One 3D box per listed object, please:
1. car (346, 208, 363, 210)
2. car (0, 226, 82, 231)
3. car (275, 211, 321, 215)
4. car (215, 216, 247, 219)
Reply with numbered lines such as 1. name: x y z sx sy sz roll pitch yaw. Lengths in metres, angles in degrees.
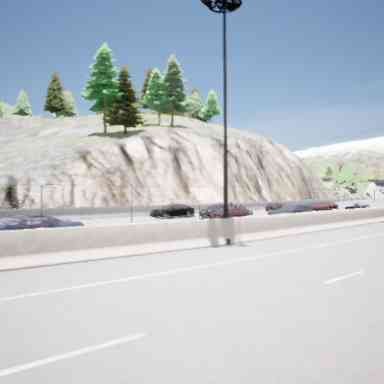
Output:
1. car: 20.422 1.952 40.556 1.895 1.301 4.718 -1 -1 44
2. car: -7.810 1.773 15.636 5.357 1.411 2.033 0 -1 -36
3. car: 8.790 1.833 29.105 5.357 1.411 2.033 0 -1 -42
4. car: 3.578 1.879 29.182 4.181 1.385 1.994 0 -1 -41
